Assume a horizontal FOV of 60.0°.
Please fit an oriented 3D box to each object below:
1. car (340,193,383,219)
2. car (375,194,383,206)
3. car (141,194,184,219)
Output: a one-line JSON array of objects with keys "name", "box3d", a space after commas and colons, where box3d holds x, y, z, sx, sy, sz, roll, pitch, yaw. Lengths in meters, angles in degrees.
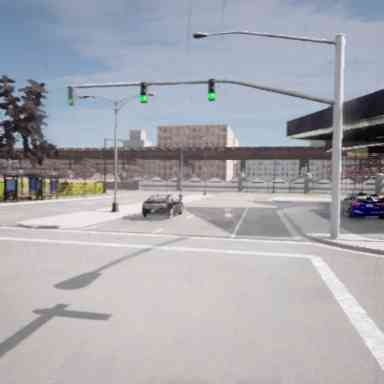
[{"name": "car", "box3d": [11.788, 0.888, 23.348, 2.242, 1.667, 4.611, 1, 1, 12]}, {"name": "car", "box3d": [24.526, 0.987, 39.770, 4.718, 1.301, 1.895, 1, 1, -16]}, {"name": "car", "box3d": [-1.830, 0.892, 22.213, 2.128, 1.511, 4.902, 1, 1, 12]}]
